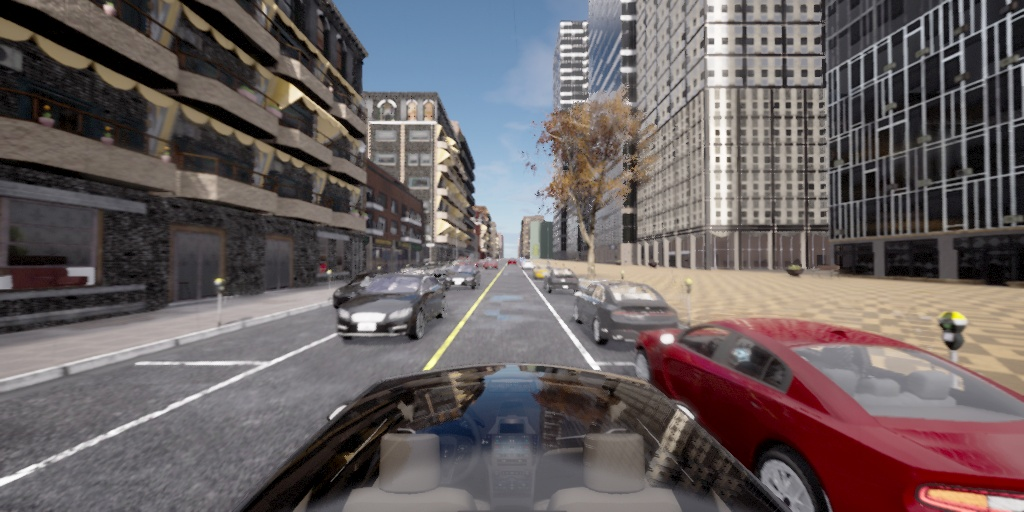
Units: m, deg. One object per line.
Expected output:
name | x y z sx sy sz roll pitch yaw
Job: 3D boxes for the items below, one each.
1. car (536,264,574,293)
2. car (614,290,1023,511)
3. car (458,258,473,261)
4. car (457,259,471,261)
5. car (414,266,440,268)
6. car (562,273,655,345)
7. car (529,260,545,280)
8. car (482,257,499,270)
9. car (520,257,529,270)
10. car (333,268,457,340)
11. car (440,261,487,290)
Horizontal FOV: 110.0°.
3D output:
car | 2.702 1.328 20.425 2.007 1.370 4.403 0 0 0
car | 2.690 1.299 3.716 1.888 1.381 4.507 0 0 0
car | -5.664 1.122 42.711 2.192 1.841 5.009 0 0 0
car | -5.668 1.324 36.971 1.751 1.417 4.829 0 0 0
car | -5.679 1.323 20.432 2.007 1.370 4.403 0 0 0
car | 2.694 1.312 9.286 2.007 1.370 4.403 0 0 0
car | 2.709 1.320 31.735 1.751 1.417 4.829 0 0 0
car | -3.033 1.305 53.724 1.882 1.535 5.008 0 0 0
car | 2.386 1.359 55.528 1.812 1.442 4.674 0 0 0
car | -3.087 1.252 10.111 2.128 1.511 4.902 0 0 0
car | -3.020 1.269 22.684 2.128 1.511 4.902 0 0 1
